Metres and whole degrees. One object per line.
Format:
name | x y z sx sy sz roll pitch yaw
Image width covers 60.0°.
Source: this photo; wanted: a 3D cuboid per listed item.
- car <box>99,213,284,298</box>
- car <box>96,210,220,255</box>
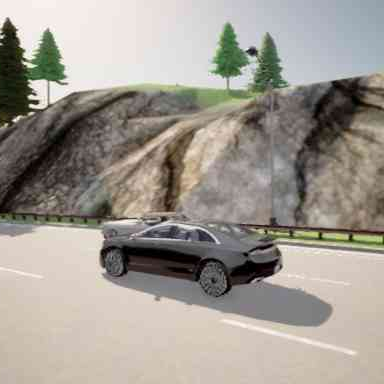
car | -0.241 1.413 8.331 4.902 1.511 2.128 0 0 33
car | -1.435 1.485 13.323 4.718 1.301 1.895 0 1 31
